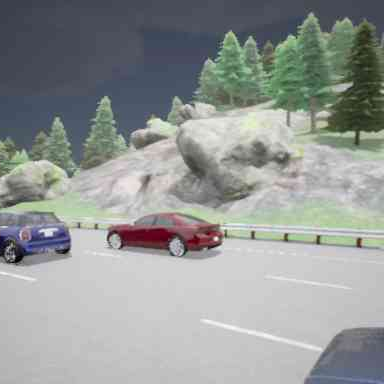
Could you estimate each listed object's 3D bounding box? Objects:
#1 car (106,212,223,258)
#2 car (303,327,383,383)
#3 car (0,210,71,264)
[{"bbox_3d":[-1.219,1.536,13.144,5.008,1.535,1.882,-1,0,33],"label":"car"},{"bbox_3d":[3.293,1.515,1.608,5.357,1.411,2.033,-1,0,36],"label":"car"},{"bbox_3d":[-6.675,1.467,12.461,4.553,1.767,2.097,-1,0,32],"label":"car"}]
